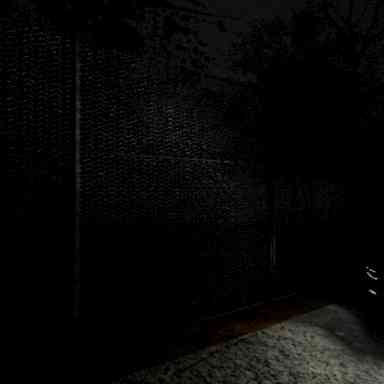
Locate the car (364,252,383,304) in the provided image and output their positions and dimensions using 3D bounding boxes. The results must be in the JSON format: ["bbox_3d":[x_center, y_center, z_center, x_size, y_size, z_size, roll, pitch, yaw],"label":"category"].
[{"bbox_3d":[5.617,1.479,7.077,5.008,1.535,1.882,0,0,-35],"label":"car"}]
